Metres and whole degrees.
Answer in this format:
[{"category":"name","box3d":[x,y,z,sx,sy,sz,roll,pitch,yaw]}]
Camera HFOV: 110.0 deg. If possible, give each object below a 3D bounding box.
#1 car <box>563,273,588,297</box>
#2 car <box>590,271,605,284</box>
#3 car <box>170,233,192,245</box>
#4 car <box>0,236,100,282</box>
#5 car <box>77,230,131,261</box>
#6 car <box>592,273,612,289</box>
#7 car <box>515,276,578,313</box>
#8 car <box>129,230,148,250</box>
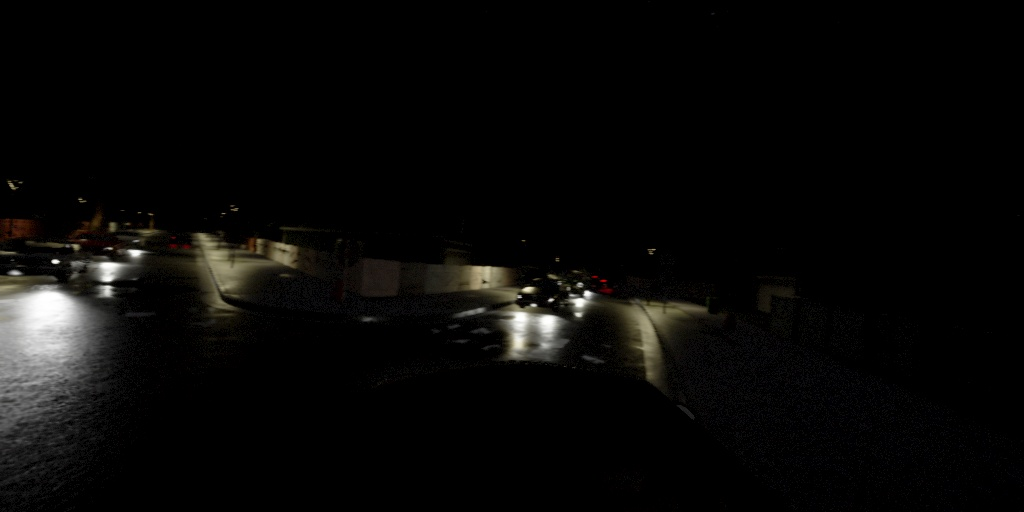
[{"category":"car","box3d":[4.619,2.124,27.855,2.097,1.767,4.553,4,-2,15]},{"category":"car","box3d":[13.316,3.379,55.285,2.150,2.045,5.566,4,-2,8]},{"category":"car","box3d":[-39.743,-2.132,43.139,1.895,1.301,4.718,5,0,-42]},{"category":"car","box3d":[-16.397,0.081,12.469,1.895,1.301,4.718,5,0,-42]},{"category":"car","box3d":[-22.962,-0.598,19.862,1.812,1.442,4.674,5,0,-42]},{"category":"car","box3d":[11.585,3.261,45.320,1.837,1.490,4.892,4,-2,10]},{"category":"car","box3d":[1.731,1.839,17.806,2.033,1.411,5.357,4,-2,17]},{"category":"car","box3d":[-31.191,-1.362,29.115,1.812,1.442,4.674,5,0,-41]}]
